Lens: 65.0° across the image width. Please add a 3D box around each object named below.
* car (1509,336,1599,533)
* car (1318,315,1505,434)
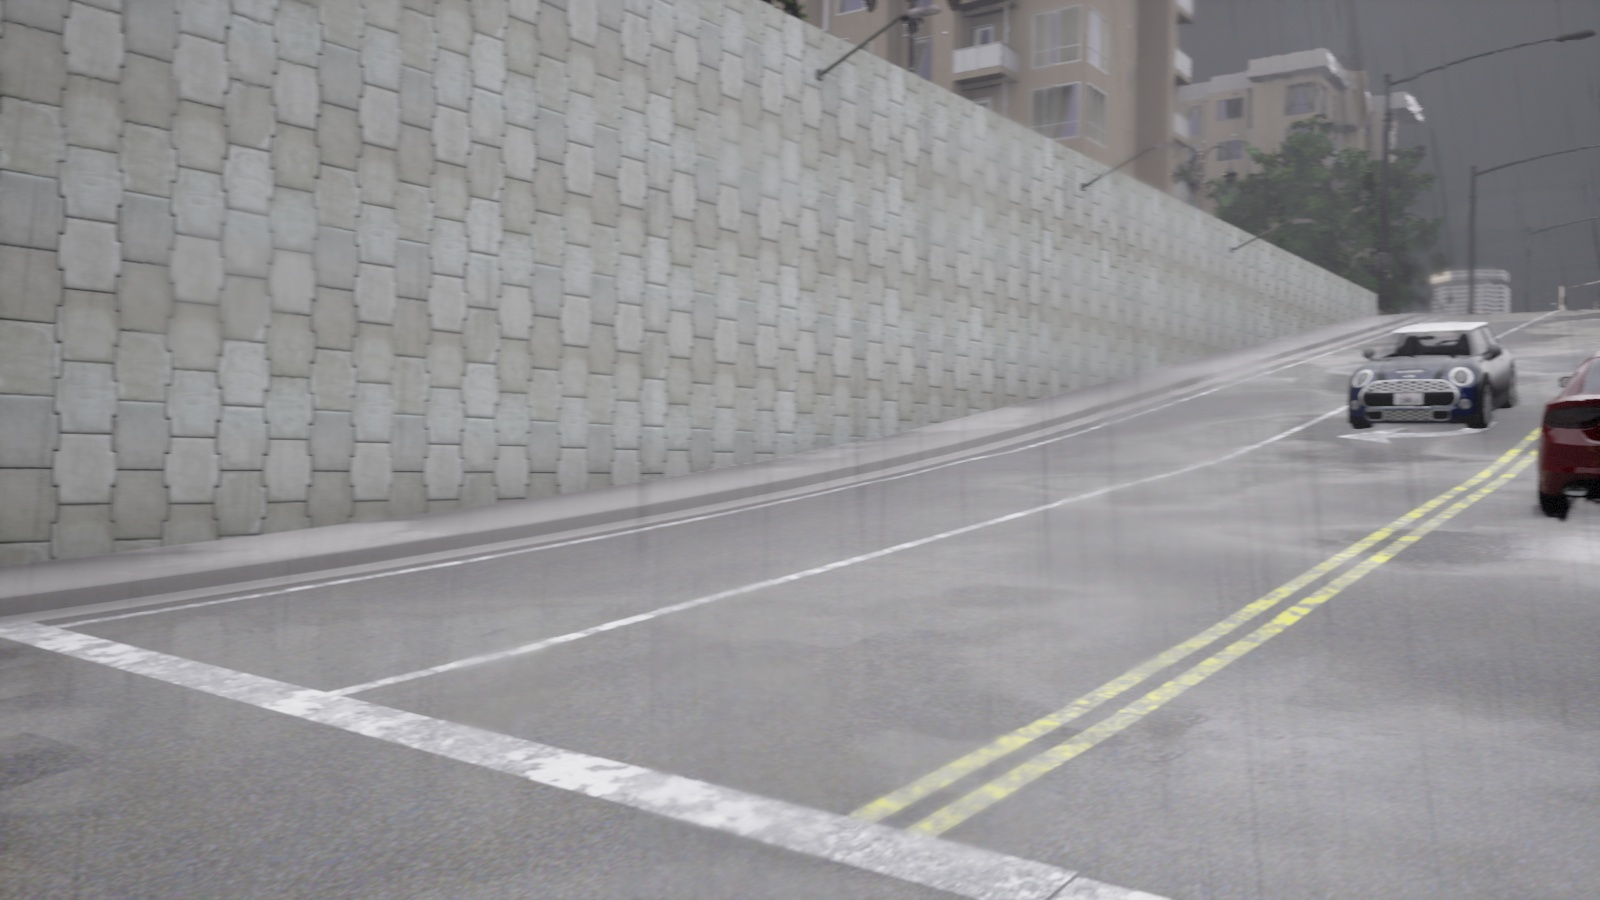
[{"bbox_3d":[8.360,-0.305,12.228,1.882,1.535,5.008,1,6,37],"label":"car"},{"bbox_3d":[9.806,-1.244,19.969,1.970,1.475,3.806,1,9,37],"label":"car"}]
